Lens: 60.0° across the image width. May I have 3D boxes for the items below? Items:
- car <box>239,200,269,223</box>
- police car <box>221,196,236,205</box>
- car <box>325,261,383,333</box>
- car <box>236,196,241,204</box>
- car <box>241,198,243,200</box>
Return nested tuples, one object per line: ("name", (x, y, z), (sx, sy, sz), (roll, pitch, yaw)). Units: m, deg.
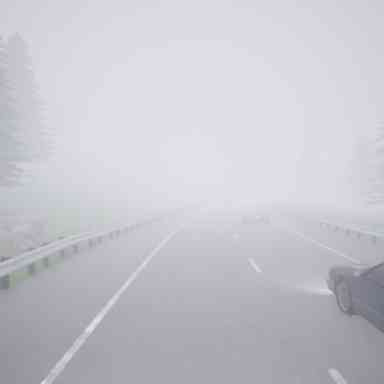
("car", (4.972, 1.662, 26.487), (1.812, 1.442, 4.674), (0, 0, 5))
("police car", (7.066, 1.758, 66.793), (1.930, 1.638, 5.238), (0, 0, 14))
("car", (3.678, 1.576, 4.540), (2.033, 1.411, 5.357), (0, 0, 1))
("car", (9.566, 1.908, 76.336), (1.812, 1.442, 4.674), (0, 0, 16))
("car", (11.232, 1.764, 82.054), (2.097, 1.767, 4.553), (0, 0, 17))
